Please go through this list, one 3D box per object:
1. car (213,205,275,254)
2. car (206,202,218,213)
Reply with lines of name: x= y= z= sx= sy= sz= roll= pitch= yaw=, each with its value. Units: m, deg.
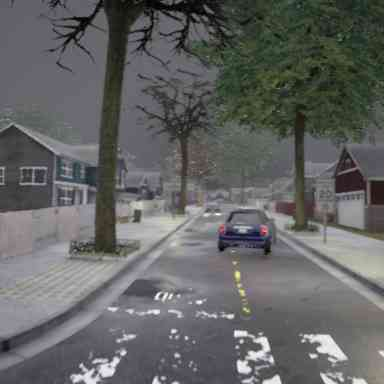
car: x=2.539 y=1.543 z=14.772 sx=2.097 sy=1.767 sz=4.553 roll=0 pitch=-1 yaw=16
car: x=2.939 y=2.142 z=46.474 sx=1.812 sy=1.442 sz=4.674 roll=1 pitch=-1 yaw=5
